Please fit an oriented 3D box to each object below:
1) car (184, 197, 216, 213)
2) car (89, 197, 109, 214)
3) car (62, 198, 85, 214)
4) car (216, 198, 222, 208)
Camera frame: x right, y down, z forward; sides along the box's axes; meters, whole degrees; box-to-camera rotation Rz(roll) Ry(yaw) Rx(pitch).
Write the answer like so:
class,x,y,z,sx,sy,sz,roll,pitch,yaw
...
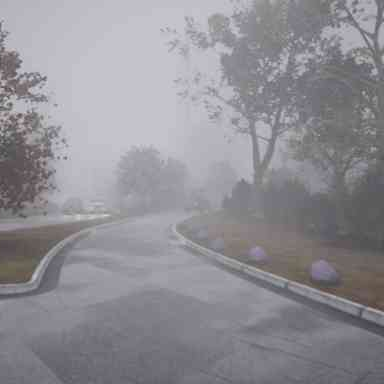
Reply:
class,x,y,z,sx,sy,sz,roll,pitch,yaw
car,0.881,1.624,44.513,2.150,2.045,5.566,0,0,23
car,-11.971,1.733,43.114,2.150,2.045,5.566,0,0,-11
car,-15.208,1.748,42.909,2.150,2.045,5.566,0,0,-12
car,5.113,1.787,54.298,2.128,1.511,4.902,0,0,25
